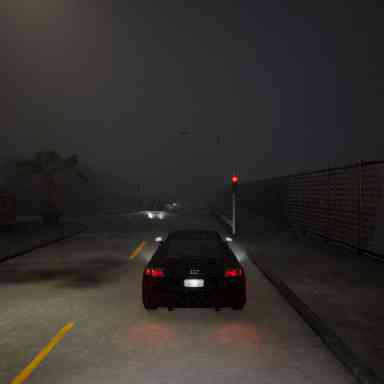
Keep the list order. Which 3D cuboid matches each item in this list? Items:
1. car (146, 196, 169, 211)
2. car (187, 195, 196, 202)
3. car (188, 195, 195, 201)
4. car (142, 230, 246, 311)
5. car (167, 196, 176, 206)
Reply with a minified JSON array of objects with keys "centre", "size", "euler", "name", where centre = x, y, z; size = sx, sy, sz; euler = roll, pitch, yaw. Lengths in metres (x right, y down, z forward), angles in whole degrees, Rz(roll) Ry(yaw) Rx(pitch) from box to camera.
[{"centre":[-4.212,1.563,39.655],"size":[1.994,1.385,4.181],"euler":[0,0,0],"name":"car"},{"centre":[-0.179,1.524,75.556],"size":[1.812,1.442,4.674],"euler":[0,0,0],"name":"car"},{"centre":[-0.205,1.524,85.797],"size":[1.812,1.442,4.674],"euler":[0,0,0],"name":"car"},{"centre":[0.045,1.564,7.827],"size":[1.994,1.385,4.181],"euler":[0,0,0],"name":"car"},{"centre":[-4.218,1.477,55.218],"size":[1.882,1.535,5.008],"euler":[0,0,0],"name":"car"}]
